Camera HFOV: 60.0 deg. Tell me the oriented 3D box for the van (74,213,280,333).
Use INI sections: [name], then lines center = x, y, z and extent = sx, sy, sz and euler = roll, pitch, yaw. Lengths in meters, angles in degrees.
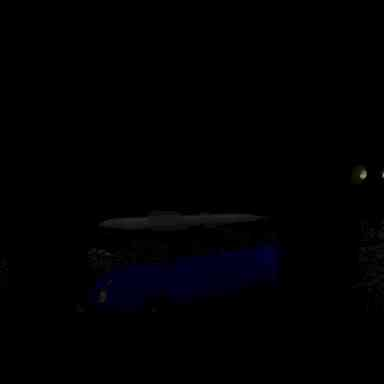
[van]
center = -0.077, 1.341, 6.485
extent = 3.998, 1.788, 1.690
euler = 0, 0, -35
